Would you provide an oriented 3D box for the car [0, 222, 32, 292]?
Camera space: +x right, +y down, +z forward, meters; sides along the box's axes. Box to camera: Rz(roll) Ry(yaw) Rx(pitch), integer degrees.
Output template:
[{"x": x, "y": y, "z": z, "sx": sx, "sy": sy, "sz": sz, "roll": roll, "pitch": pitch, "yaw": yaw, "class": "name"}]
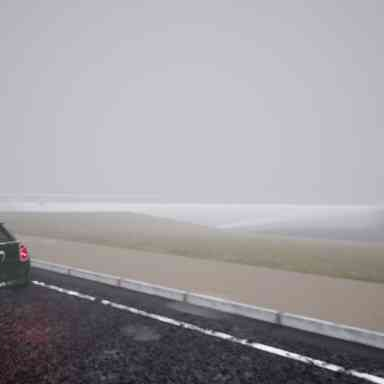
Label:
[{"x": -5.817, "y": 1.386, "z": 7.834, "sx": 4.553, "sy": 1.767, "sz": 2.097, "roll": 0, "pitch": 0, "yaw": 36, "class": "car"}]
